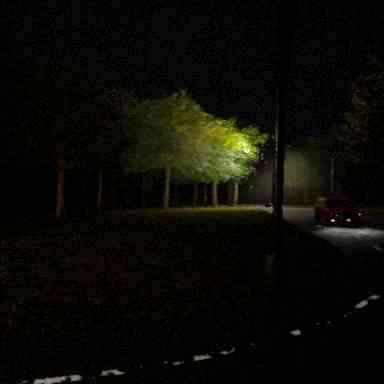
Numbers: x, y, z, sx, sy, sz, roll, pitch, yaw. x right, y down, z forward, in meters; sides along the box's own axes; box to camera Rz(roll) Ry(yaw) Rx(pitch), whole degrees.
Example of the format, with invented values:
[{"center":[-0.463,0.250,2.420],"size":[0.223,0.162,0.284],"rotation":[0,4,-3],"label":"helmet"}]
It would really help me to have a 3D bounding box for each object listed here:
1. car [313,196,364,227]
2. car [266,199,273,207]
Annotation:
[{"center":[10.434,1.399,24.152],"size":[2.150,2.045,5.566],"rotation":[1,1,7],"label":"car"},{"center":[15.621,2.204,65.195],"size":[1.837,1.490,4.892],"rotation":[1,-1,7],"label":"car"}]
